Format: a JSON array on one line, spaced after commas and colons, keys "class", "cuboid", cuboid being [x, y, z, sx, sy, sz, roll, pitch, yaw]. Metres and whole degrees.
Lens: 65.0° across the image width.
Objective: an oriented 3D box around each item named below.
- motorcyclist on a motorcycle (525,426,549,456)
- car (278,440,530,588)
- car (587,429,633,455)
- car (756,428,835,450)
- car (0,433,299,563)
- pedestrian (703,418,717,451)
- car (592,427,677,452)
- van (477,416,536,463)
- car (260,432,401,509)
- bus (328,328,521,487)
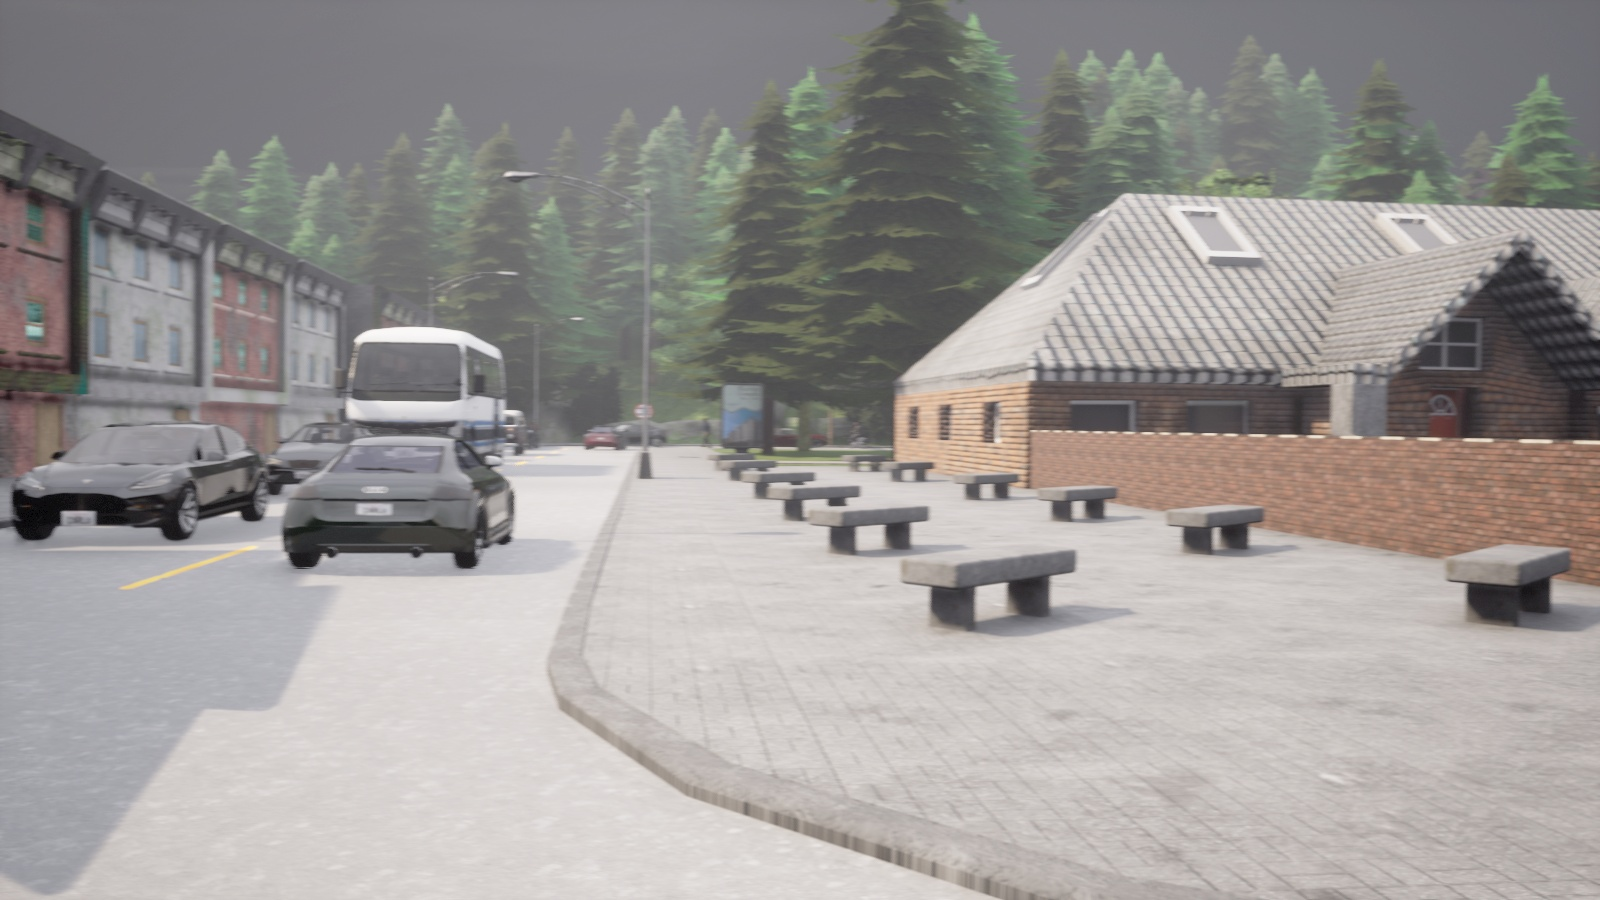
[{"class": "motorcyclist on a motorcycle", "cuboid": [-14.676, -0.526, 70.123, 0.766, 1.649, 2.350, 0, 1, 1]}, {"class": "car", "cuboid": [-4.357, 0.609, 14.513, 1.994, 1.385, 4.181, -1, 1, -6]}, {"class": "car", "cuboid": [-10.656, -0.462, 70.757, 1.994, 1.385, 4.181, -1, 1, -1]}, {"class": "car", "cuboid": [-0.309, -0.681, 78.717, 4.718, 1.301, 1.895, -1, 1, -9]}, {"class": "car", "cuboid": [-8.704, 0.529, 17.280, 2.163, 1.488, 4.792, -1, 1, -7]}, {"class": "pedestrian", "cuboid": [-5.118, -0.887, 71.705, 0.370, 1.835, 0.726, 1, 2, 43]}, {"class": "car", "cuboid": [-10.446, -0.700, 79.381, 4.792, 1.488, 2.163, -1, 1, -33]}, {"class": "van", "cuboid": [-13.335, -0.508, 57.282, 2.069, 2.038, 4.480, -1, 1, -7]}, {"class": "car", "cuboid": [-9.787, 0.367, 26.528, 1.816, 1.474, 4.193, -1, 1, -7]}, {"class": "bus", "cuboid": [-11.233, -1.259, 38.937, 3.944, 4.253, 10.273, -1, 1, -7]}]
